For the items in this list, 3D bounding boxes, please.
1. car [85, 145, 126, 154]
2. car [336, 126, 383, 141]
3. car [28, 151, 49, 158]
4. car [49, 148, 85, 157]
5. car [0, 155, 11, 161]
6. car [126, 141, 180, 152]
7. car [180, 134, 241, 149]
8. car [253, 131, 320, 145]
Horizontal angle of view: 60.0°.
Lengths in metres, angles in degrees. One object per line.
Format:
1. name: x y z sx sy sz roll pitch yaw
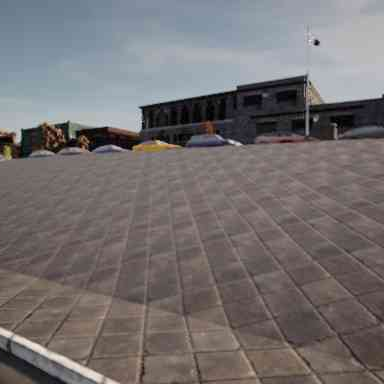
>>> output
1. car: -7.723 -3.811 32.213 4.674 1.452 2.002 1 1 33
2. car: 11.602 -3.420 21.064 4.674 1.452 2.002 1 1 28
3. car: -16.938 -4.017 38.339 4.892 1.521 2.231 1 0 34
4. car: -12.371 -3.943 35.240 4.892 1.521 2.231 1 1 34
5. car: -25.981 -4.266 44.495 4.553 1.767 2.185 1 0 34
6. car: -3.010 -3.754 29.285 5.008 1.535 2.097 1 1 32
7. car: 1.745 -3.782 26.469 4.553 1.767 2.185 1 1 31
8. car: 6.738 -3.527 23.670 4.792 1.488 2.163 1 1 29
